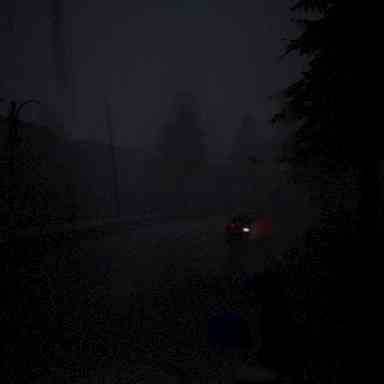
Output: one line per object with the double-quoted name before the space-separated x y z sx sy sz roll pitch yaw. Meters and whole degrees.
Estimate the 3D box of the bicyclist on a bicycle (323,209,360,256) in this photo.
"bicyclist on a bicycle" 5.322 1.424 11.295 1.656 1.620 0.582 1 0 12

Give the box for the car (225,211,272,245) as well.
"car" 2.853 1.604 16.193 1.994 1.385 4.181 2 0 15

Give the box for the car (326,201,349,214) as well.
"car" 17.990 1.904 41.565 2.128 1.511 4.902 2 0 45
